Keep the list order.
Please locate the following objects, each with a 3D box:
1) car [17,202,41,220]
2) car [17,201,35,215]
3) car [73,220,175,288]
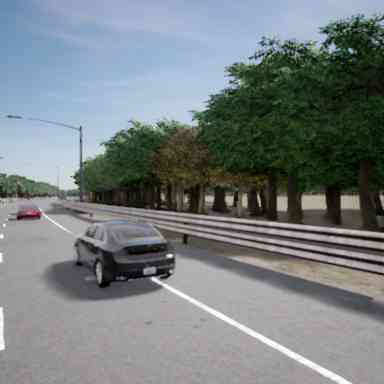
[{"bbox_3d":[-15.584,1.873,31.789,1.994,1.385,4.181,0,0,-27],"label":"car"},{"bbox_3d":[-20.288,1.930,40.700,1.812,1.442,4.674,0,0,-26],"label":"car"},{"bbox_3d":[-2.172,1.578,9.700,1.837,1.490,4.892,0,0,-30],"label":"car"}]
